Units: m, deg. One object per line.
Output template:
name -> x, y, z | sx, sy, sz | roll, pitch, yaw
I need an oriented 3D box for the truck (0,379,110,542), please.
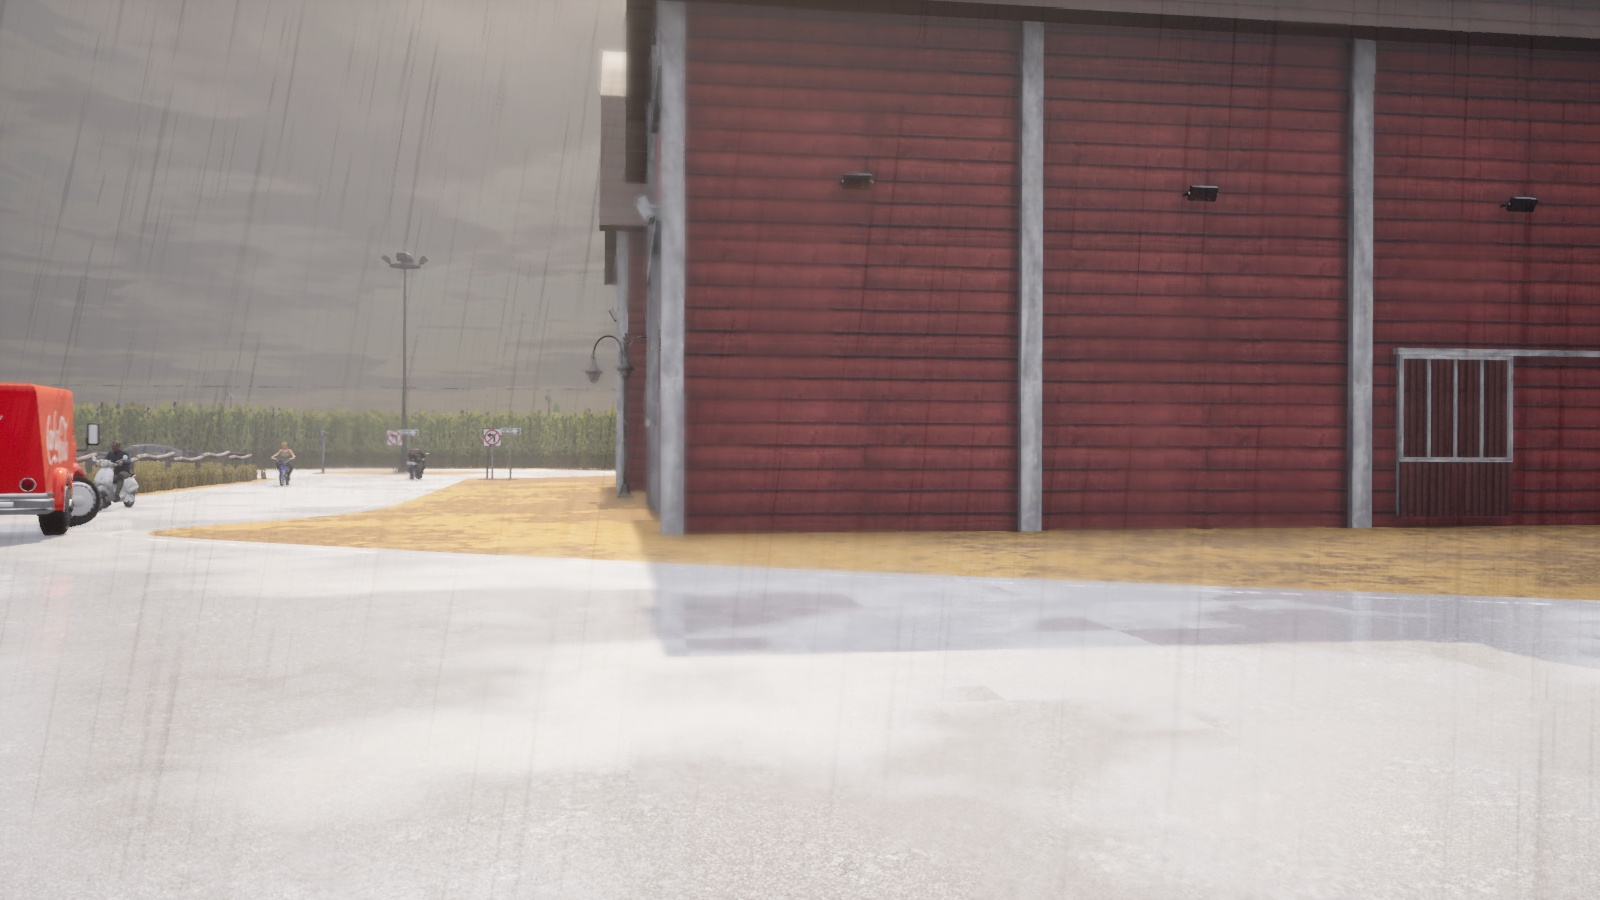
truck -> -13.571, 0.137, 21.249 | 2.627, 2.467, 5.204 | 0, 0, -21

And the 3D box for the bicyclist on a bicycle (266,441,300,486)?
bicyclist on a bicycle -> -18.677, 0.480, 45.413 | 0.866, 1.612, 1.509 | 0, 0, -12

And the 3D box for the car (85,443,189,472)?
car -> -35.911, 0.399, 68.176 | 4.892, 1.490, 1.837 | 0, 1, -25

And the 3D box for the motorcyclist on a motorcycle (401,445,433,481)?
motorcyclist on a motorcycle -> -16.813, 0.566, 55.167 | 0.866, 1.530, 2.191 | 1, 0, -5

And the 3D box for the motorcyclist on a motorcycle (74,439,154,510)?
motorcyclist on a motorcycle -> -15.915, 0.550, 29.186 | 0.866, 1.590, 1.817 | 0, 0, -1
